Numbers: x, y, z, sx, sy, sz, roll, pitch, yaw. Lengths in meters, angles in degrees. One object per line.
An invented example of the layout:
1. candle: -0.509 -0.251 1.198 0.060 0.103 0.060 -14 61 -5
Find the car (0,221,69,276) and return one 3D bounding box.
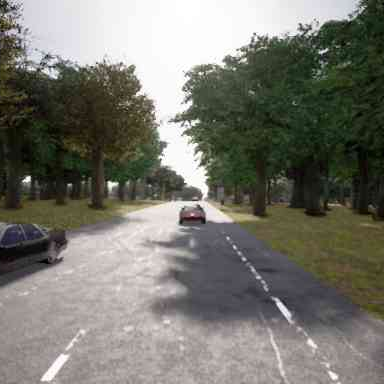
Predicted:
1. car: -5.404 1.553 9.179 2.033 1.411 5.357 0 0 7

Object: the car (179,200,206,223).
1. car: 0.033 1.600 26.185 1.994 1.385 4.181 0 0 0
